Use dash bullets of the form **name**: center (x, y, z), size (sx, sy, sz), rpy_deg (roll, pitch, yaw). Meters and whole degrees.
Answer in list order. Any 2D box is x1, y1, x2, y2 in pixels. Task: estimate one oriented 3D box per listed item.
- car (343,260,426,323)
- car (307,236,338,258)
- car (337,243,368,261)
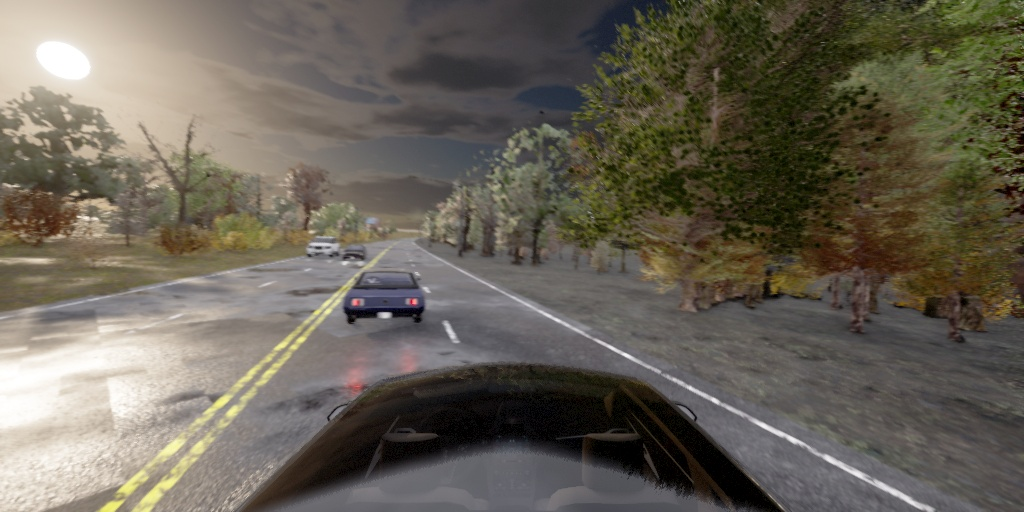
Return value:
- **car**: center (-3.674, 1.011, 10.598), size (1.895, 1.301, 4.718), rpy_deg (2, 2, -18)
- **car**: center (-18.602, -0.935, 35.570), size (2.150, 2.045, 5.566), rpy_deg (2, 2, -17)
- **car**: center (-14.571, -0.356, 33.524), size (2.033, 1.411, 5.357), rpy_deg (2, 2, -17)
